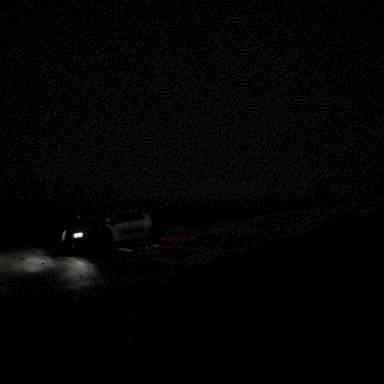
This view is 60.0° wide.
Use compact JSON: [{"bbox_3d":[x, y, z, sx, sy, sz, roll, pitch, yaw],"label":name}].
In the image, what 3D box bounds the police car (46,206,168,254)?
[{"bbox_3d":[-3.202,1.392,13.264,2.038,1.542,4.974,2,1,37],"label":"police car"}]
